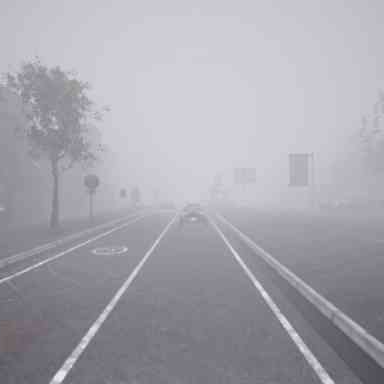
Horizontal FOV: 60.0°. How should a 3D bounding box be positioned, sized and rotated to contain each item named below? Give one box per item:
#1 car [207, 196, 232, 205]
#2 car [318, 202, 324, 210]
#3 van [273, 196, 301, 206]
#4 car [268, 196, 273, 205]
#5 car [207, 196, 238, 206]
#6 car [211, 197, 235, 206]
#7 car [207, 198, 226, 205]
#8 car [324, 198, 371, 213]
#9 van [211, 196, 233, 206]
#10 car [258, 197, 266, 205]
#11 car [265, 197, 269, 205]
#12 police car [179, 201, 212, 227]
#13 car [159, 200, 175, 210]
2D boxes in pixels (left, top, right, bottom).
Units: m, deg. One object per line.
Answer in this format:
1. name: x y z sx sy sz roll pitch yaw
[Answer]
1. car: 6.181 2.003 76.379 5.566 2.045 2.435 0 -2 -1
2. car: 18.675 1.712 42.891 4.674 1.452 2.002 0 0 0
3. van: 18.416 1.693 63.687 4.442 1.987 1.878 0 -1 0
4. car: 18.695 1.978 66.478 5.366 1.575 1.946 0 -1 0
5. car: 6.075 1.925 64.228 5.366 1.575 1.946 0 -1 0
6. car: 6.267 1.867 67.150 4.553 1.767 2.185 0 -1 0
7. car: 6.107 2.338 82.324 4.553 1.767 2.185 0 -2 -1
8. car: 18.746 1.529 39.721 4.553 1.767 2.185 0 0 0
9. van: 6.327 1.847 70.189 4.442 1.987 1.878 0 -2 0
10. car: 18.412 1.956 74.859 5.566 2.045 2.435 0 -2 -1
11. car: 18.673 2.043 69.138 5.366 1.575 1.946 0 -2 0
12. police car: 0.093 1.632 24.182 2.038 1.542 4.974 0 -1 0
13. car: -3.342 1.802 45.798 1.994 1.385 4.181 0 0 0
